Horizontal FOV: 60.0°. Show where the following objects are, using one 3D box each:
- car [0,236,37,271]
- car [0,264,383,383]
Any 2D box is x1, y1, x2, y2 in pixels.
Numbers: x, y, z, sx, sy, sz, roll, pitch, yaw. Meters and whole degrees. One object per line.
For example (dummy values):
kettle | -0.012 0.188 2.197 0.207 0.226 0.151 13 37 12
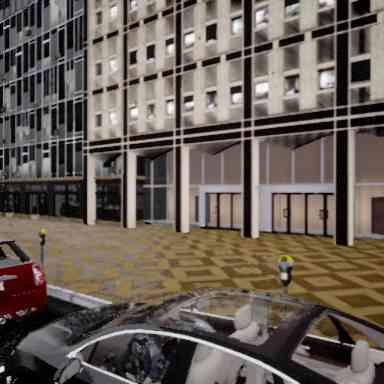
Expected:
car | -4.516 1.456 6.089 4.097 1.590 1.967 0 0 35
car | 0.119 1.554 2.784 4.403 1.369 2.008 0 0 35
